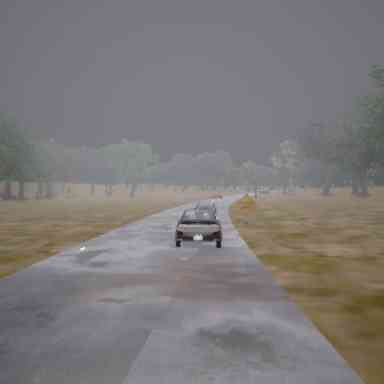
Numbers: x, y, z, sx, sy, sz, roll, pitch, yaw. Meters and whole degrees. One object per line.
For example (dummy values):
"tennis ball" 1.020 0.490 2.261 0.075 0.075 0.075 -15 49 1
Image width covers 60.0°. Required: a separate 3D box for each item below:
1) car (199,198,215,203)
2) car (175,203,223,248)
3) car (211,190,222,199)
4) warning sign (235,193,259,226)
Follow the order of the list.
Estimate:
"car" 1.293 1.503 29.515 1.895 1.301 4.718 0 0 5
"car" 0.323 1.457 14.576 2.128 1.511 4.902 0 0 2
"car" 5.727 0.606 77.125 2.150 2.045 5.566 0 1 13
"warning sign" 3.284 1.054 20.033 1.300 1.860 1.060 2 2 3
